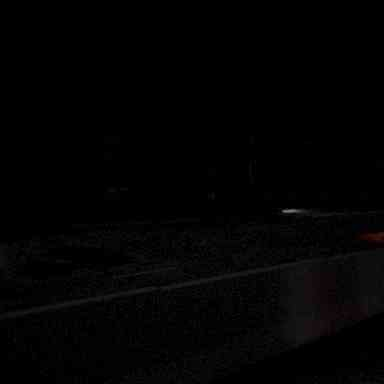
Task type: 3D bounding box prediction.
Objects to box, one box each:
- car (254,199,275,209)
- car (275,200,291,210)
[{"bbox_3d":[7.749,1.665,43.314,2.033,1.411,5.357,0,0,-35],"label":"car"},{"bbox_3d":[10.742,1.677,45.143,2.033,1.411,5.357,0,0,-35],"label":"car"}]
